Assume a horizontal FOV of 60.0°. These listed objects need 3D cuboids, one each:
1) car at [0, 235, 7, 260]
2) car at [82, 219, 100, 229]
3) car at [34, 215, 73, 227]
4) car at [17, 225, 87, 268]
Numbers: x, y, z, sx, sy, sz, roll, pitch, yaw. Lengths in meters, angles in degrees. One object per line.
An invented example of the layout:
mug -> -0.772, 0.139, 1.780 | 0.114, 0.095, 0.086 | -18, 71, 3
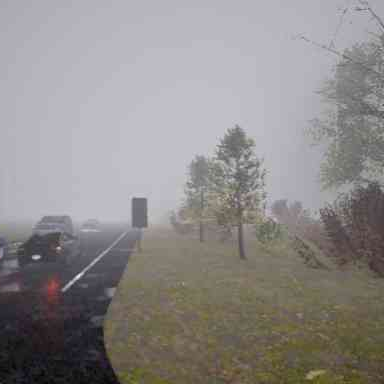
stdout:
car -> -9.720, 2.367, 14.243 | 1.882, 1.535, 5.008 | 0, -4, -9
car -> -14.131, 4.472, 46.922 | 2.033, 1.411, 5.357 | 0, -4, -8
car -> -11.575, 2.967, 28.028 | 2.150, 2.045, 5.566 | 0, -4, -8
car -> -6.169, 2.431, 14.821 | 1.812, 1.442, 4.674 | 0, -4, -8
